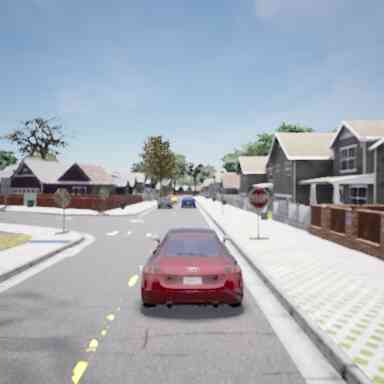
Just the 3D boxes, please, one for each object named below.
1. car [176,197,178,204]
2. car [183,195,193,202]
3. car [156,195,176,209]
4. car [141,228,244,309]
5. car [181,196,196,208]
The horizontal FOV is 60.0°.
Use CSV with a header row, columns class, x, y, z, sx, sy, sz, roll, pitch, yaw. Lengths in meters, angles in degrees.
class,x,y,z,sx,sy,sz,roll,pitch,yaw
car,-3.532,1.276,57.900,1.882,1.535,5.008,0,0,0
car,-0.752,1.384,66.998,1.895,1.301,4.718,0,0,-1
car,-3.367,1.339,42.303,1.837,1.490,4.892,0,0,-1
car,-0.011,1.527,7.883,1.994,1.385,4.181,0,0,-1
car,-0.481,1.301,45.796,1.882,1.535,5.008,0,0,-1
